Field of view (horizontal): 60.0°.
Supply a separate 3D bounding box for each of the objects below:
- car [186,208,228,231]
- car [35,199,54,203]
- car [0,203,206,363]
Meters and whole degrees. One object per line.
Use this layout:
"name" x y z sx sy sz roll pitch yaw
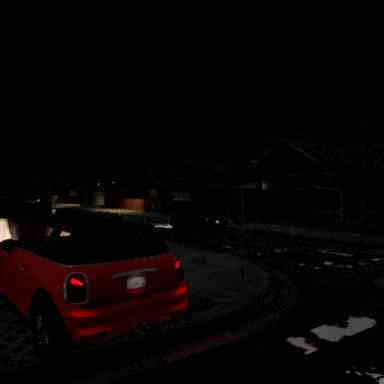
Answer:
"car" 0.350 1.705 21.018 1.994 1.385 4.181 1 0 -34
"car" -20.334 1.631 45.716 2.033 1.411 5.357 1 0 -35
"car" -2.131 1.211 6.001 2.097 1.767 4.553 1 -1 -41
